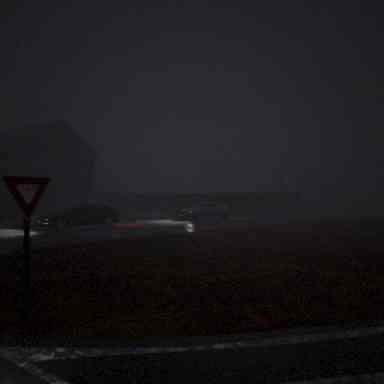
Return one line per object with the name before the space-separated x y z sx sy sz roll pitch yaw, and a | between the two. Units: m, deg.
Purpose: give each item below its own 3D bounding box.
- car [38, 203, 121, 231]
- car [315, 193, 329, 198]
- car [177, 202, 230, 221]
car | -6.834 1.474 20.552 4.892 1.490 1.837 0 0 -38
car | 33.394 1.676 84.456 2.242 1.667 4.611 0 0 35
car | 1.012 1.501 26.703 4.674 1.442 1.812 0 0 -38
